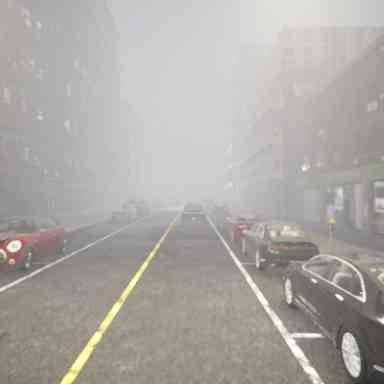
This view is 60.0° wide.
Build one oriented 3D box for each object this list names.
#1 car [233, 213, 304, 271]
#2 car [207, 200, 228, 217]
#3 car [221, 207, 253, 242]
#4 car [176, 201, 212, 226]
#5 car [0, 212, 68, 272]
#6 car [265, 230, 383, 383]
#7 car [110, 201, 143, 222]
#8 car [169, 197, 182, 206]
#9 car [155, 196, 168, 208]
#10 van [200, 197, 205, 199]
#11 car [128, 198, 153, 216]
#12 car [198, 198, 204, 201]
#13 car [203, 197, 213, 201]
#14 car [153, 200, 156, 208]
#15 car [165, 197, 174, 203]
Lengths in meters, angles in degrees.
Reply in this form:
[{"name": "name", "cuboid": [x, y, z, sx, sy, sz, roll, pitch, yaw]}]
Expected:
[{"name": "car", "cuboid": [2.708, 1.628, 10.883, 2.008, 1.369, 4.403, 1, 0, 0]}, {"name": "car", "cuboid": [2.722, 1.776, 33.565, 1.887, 1.381, 4.507, 1, 0, 0]}, {"name": "car", "cuboid": [2.712, 1.661, 16.553, 1.887, 1.381, 4.507, 1, 0, 0]}, {"name": "car", "cuboid": [0.115, 1.664, 25.064, 2.128, 1.511, 4.902, 0, -1, 0]}, {"name": "car", "cuboid": [-5.670, 1.518, 10.955, 1.967, 1.590, 4.097, 1, 0, 0]}, {"name": "car", "cuboid": [2.704, 1.589, 5.212, 2.008, 1.369, 4.403, 1, 0, 0]}, {"name": "car", "cuboid": [-5.661, 1.745, 27.967, 2.008, 1.369, 4.403, 1, 0, 0]}, {"name": "car", "cuboid": [-2.972, 1.919, 65.967, 1.882, 1.535, 5.008, 0, 0, 0]}, {"name": "car", "cuboid": [-5.642, 1.820, 56.322, 1.967, 1.590, 4.097, 1, 0, 0]}, {"name": "van", "cuboid": [2.706, 1.721, 56.248, 1.690, 1.788, 3.998, 1, 0, 0]}, {"name": "car", "cuboid": [-5.654, 1.547, 33.638, 2.192, 1.841, 5.009, 1, 0, 0]}, {"name": "car", "cuboid": [0.125, 1.847, 41.589, 1.994, 1.385, 4.181, 0, 0, 0]}, {"name": "car", "cuboid": [2.719, 1.832, 45.076, 1.752, 1.417, 4.829, 1, 0, 0]}, {"name": "car", "cuboid": [-5.655, 1.851, 39.308, 1.802, 1.307, 4.206, 1, 0, 0]}, {"name": "car", "cuboid": [-5.626, 2.105, 84.675, 1.887, 1.381, 4.507, 1, 0, 0]}]
